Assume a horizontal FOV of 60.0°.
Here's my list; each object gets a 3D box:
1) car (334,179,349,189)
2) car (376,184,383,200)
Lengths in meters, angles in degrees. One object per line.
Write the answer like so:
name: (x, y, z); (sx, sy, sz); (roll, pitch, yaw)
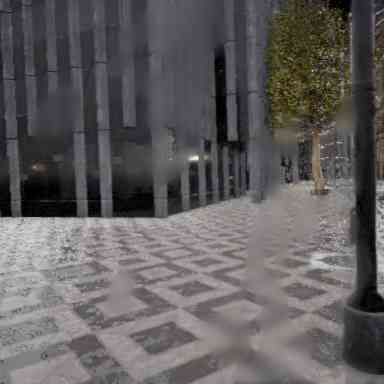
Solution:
car: (24.566, -1.316, 54.730); (1.837, 1.490, 4.892); (-1, 2, 20)
car: (14.470, 0.043, 26.866); (1.812, 1.442, 4.674); (-1, 2, 20)
